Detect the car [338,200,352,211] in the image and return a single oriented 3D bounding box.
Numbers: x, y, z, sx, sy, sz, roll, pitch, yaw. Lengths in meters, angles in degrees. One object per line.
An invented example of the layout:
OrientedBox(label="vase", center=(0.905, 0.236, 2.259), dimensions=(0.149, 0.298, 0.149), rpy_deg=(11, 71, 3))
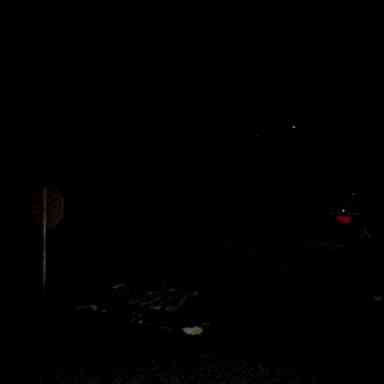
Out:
OrientedBox(label="car", center=(22.838, 2.020, 49.582), dimensions=(1.812, 1.442, 4.674), rpy_deg=(1, 0, 25))

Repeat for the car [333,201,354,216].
OrientedBox(label="car", center=(17.094, 1.845, 37.525), dimensions=(1.837, 1.490, 4.892), rpy_deg=(1, -2, 25))
